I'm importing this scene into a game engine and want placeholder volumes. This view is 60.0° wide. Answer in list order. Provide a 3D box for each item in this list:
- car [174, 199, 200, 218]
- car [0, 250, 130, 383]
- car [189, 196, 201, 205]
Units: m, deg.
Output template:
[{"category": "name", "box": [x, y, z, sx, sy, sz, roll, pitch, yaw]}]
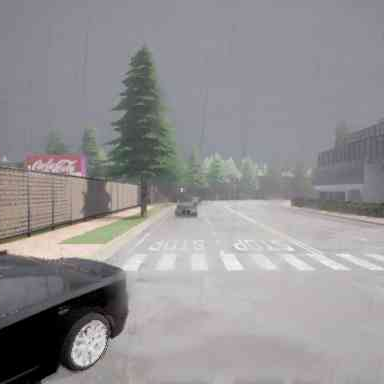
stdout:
[{"category": "car", "box": [-0.493, 1.573, 29.894, 1.994, 1.385, 4.181, 0, 0, 0]}, {"category": "car", "box": [-2.824, 1.497, 3.470, 1.882, 1.535, 5.008, 3, 2, 32]}, {"category": "car", "box": [0.396, 1.472, 55.884, 2.128, 1.511, 4.902, -1, 0, 9]}]
